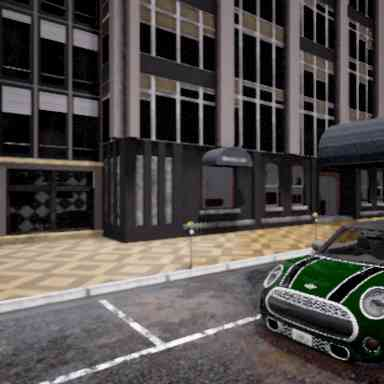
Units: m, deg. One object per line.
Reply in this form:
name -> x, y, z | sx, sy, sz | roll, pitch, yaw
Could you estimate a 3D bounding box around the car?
car -> 3.287, 1.321, 5.723 | 4.553, 1.767, 2.097 | 0, 0, -35
